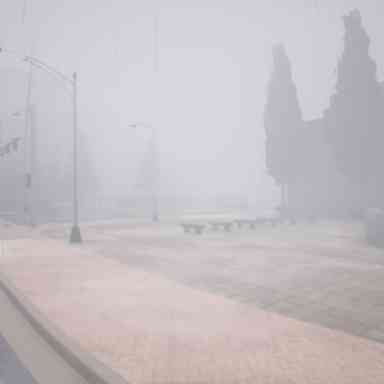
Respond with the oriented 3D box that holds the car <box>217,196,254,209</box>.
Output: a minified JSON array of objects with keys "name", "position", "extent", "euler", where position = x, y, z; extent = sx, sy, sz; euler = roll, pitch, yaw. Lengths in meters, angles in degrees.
[{"name":"car","position":[6.439,1.699,49.107],"extent":[4.674,1.442,1.812],"euler":[0,0,-38]}]

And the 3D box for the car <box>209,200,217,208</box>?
[{"name":"car","position":[4.845,1.701,52.309],"extent":[4.892,1.490,1.837],"euler":[0,0,-38]}]
